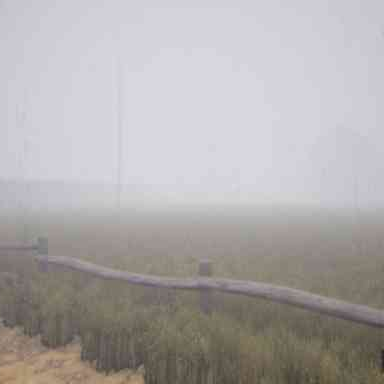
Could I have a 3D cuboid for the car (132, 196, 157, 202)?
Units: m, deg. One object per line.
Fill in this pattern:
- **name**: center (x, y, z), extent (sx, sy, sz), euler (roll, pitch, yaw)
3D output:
- **car**: center (-8.167, 1.504, 56.965), extent (1.882, 1.535, 5.008), euler (0, 0, 36)
